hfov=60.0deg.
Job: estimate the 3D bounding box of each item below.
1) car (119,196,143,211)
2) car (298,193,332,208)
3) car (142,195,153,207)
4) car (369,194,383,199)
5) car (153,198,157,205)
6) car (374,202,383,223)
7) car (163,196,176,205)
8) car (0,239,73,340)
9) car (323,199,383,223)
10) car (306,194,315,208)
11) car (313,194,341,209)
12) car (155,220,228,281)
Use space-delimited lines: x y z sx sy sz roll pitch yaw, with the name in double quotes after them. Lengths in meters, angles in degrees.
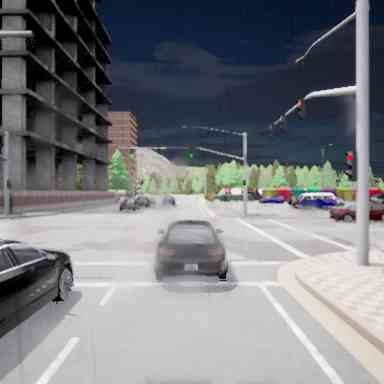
-7.590 1.580 40.776 1.812 1.442 4.674 0 0 0 "car"
21.213 1.276 56.775 4.605 1.855 1.932 0 0 0 "car"
-7.626 1.419 50.856 2.097 1.767 4.553 0 0 0 "car"
36.290 1.280 62.283 4.605 1.855 1.932 0 0 0 "car"
-7.620 1.681 60.959 1.895 1.301 4.718 0 0 0 "car"
15.195 1.606 22.241 4.674 1.442 1.812 0 0 0 "car"
-3.978 1.428 58.820 2.097 1.767 4.553 0 0 0 "car"
-3.489 1.499 5.361 2.128 1.511 4.902 0 0 0 "car"
13.233 1.563 25.760 5.008 1.535 1.882 0 0 0 "car"
21.256 1.483 54.092 3.905 1.438 1.784 0 0 0 "car"
21.247 1.511 51.196 3.806 1.475 1.970 0 0 0 "car"
-0.039 1.550 9.811 1.812 1.442 4.674 0 0 -1 "car"
